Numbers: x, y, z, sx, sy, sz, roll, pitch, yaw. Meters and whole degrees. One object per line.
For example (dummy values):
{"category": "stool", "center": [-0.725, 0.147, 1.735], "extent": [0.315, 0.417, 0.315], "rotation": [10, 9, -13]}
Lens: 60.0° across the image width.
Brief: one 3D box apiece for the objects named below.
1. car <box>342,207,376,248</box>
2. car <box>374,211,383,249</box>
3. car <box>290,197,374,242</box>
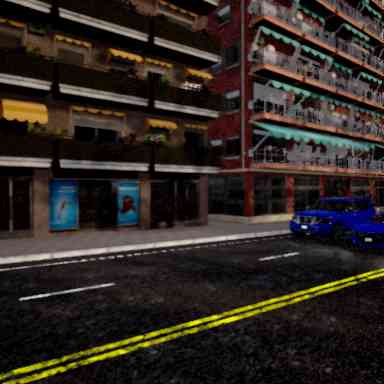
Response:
{"category": "car", "center": [8.679, 1.553, 14.095], "extent": [5.008, 1.535, 1.882], "rotation": [0, 0, -37]}
{"category": "car", "center": [6.891, 1.403, 8.478], "extent": [4.553, 1.767, 2.097], "rotation": [0, 0, -36]}
{"category": "car", "center": [7.480, 1.303, 17.252], "extent": [5.566, 2.045, 2.150], "rotation": [0, 0, -37]}
